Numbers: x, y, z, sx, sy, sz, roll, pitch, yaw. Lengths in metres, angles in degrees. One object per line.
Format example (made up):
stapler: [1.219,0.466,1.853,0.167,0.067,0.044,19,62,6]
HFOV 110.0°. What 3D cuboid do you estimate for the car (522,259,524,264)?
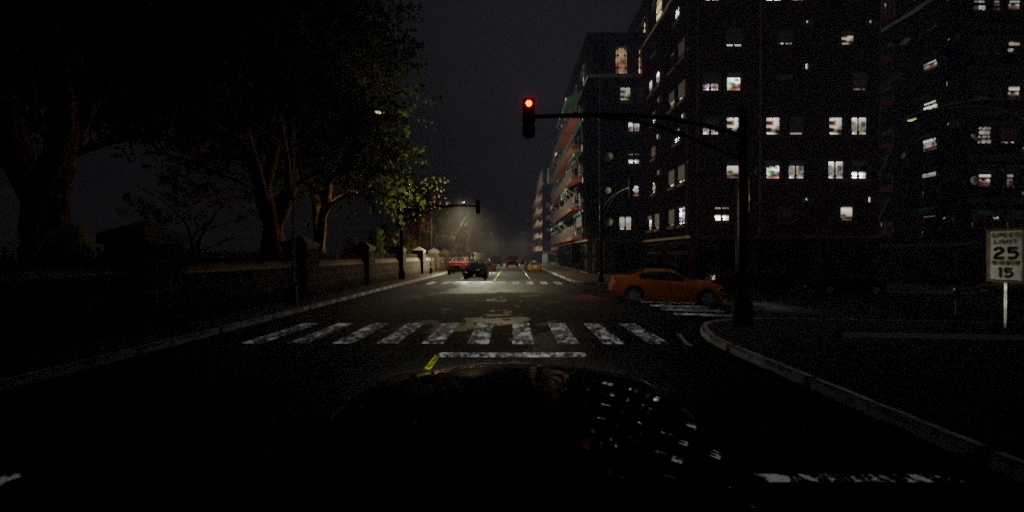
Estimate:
car: [2.743,1.286,49.775,1.888,1.381,4.507,0,0,0]

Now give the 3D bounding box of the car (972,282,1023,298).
car: [31.538,1.848,22.142,4.829,1.417,1.751,0,0,0]

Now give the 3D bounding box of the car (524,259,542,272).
car: [2.737,1.265,44.410,1.751,1.417,4.829,0,0,0]

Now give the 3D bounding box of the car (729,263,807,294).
car: [14.621,1.329,22.107,5.009,1.841,2.192,0,0,0]

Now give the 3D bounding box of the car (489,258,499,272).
car: [-3.050,1.303,45.121,1.994,1.385,4.181,0,0,0]

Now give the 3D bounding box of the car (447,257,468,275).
car: [-5.649,1.053,38.713,2.192,1.841,5.009,0,0,0]

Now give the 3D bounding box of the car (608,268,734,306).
car: [7.074,1.343,16.710,5.008,1.535,1.882,2,1,11]

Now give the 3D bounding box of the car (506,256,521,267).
car: [0.068,0.966,63.637,2.150,2.045,5.566,0,0,0]

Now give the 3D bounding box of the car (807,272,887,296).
car: [20.316,1.662,22.119,4.507,1.381,1.888,0,0,0]

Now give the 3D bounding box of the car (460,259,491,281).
car: [-3.001,1.265,30.664,1.812,1.442,4.674,0,0,-1]

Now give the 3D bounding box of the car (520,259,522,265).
car: [2.749,1.292,55.311,2.007,1.370,4.403,0,0,0]
